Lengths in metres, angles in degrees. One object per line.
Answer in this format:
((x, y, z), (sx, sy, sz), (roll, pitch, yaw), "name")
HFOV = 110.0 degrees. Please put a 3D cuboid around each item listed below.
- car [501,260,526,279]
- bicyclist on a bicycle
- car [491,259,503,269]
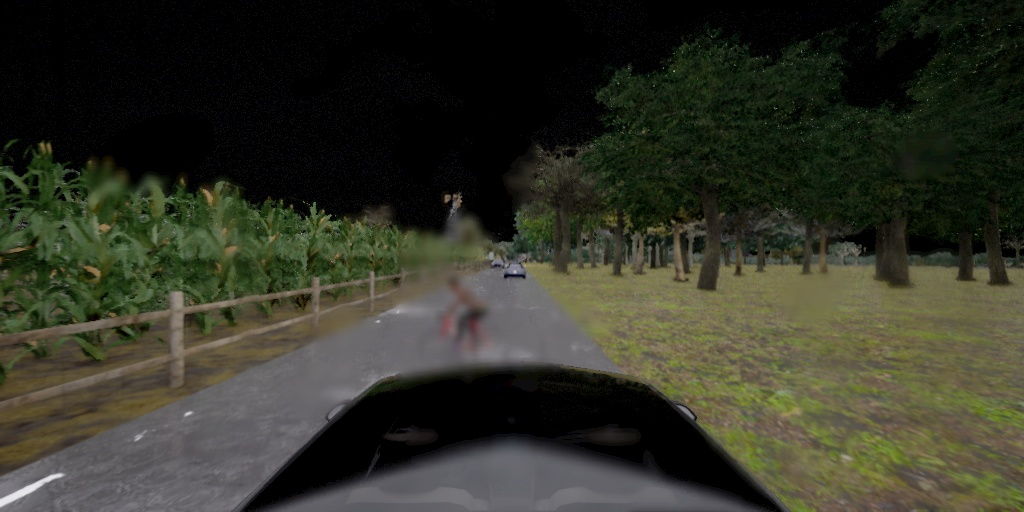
((0.300, 1.370, 33.612), (1.994, 1.385, 4.181), (0, 0, 1), "car")
((-0.884, 1.212, 6.543), (1.656, 1.620, 0.582), (-2, 0, 0), "bicyclist on a bicycle")
((-2.313, 1.222, 60.479), (2.097, 1.767, 4.553), (0, 0, 1), "car")
